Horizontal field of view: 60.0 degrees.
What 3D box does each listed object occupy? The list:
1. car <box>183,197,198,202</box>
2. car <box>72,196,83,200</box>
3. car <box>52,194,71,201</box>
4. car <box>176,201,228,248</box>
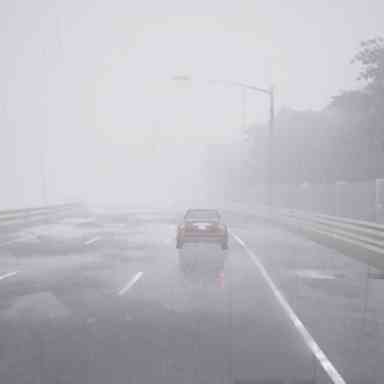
[{"bbox_3d":[-0.331,2.068,93.000,1.994,1.385,4.181,0,0,35],"label":"car"},{"bbox_3d":[-31.017,1.748,88.885,1.895,1.301,4.718,1,0,-44],"label":"car"},{"bbox_3d":[-34.049,1.721,87.016,1.994,1.385,4.181,1,0,-44],"label":"car"},{"bbox_3d":[0.430,1.443,15.353,2.097,1.767,4.553,0,0,1],"label":"car"}]
